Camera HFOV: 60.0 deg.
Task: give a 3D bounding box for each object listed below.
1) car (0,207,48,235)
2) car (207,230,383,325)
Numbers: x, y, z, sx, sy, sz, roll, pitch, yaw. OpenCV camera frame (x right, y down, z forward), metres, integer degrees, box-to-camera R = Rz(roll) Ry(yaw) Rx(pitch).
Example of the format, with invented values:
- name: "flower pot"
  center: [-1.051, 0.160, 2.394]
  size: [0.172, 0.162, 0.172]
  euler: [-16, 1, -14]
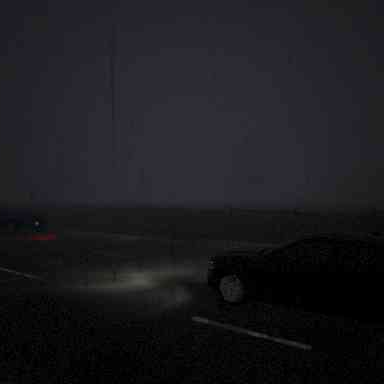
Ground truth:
- name: "car"
  center: [-10.809, 1.658, 20.299]
  size: [5.008, 1.535, 1.882]
  euler: [-1, 0, 35]
- name: "car"
  center: [2.628, 1.491, 6.418]
  size: [5.008, 1.535, 1.882]
  euler: [0, 0, 35]
